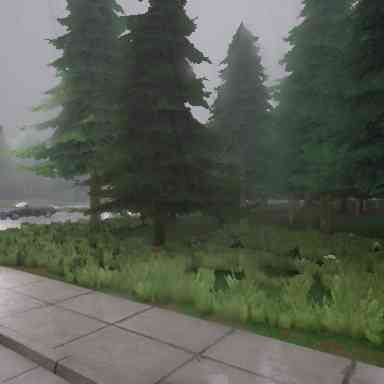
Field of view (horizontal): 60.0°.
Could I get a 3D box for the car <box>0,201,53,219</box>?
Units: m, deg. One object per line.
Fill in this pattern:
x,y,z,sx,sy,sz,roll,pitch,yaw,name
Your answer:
-13.750,1.499,27.942,1.812,1.442,4.674,0,0,34,car
